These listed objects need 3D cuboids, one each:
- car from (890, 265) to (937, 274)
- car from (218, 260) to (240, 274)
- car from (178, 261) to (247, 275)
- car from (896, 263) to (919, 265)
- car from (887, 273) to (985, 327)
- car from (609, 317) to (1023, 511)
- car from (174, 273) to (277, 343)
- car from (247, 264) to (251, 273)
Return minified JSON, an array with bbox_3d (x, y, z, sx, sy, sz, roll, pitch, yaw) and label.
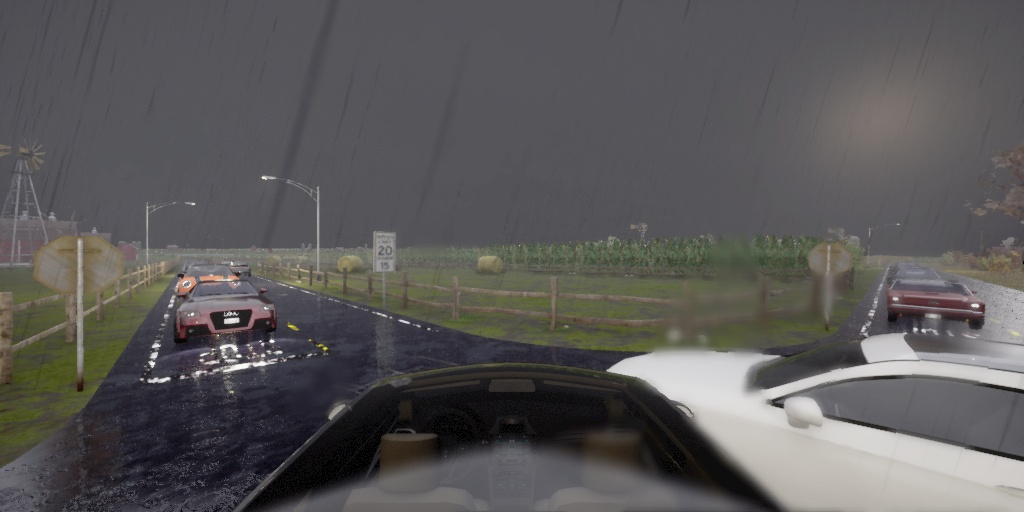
[{"bbox_3d":[20.484,1.368,18.184,5.357,1.411,2.033,0,1,-43],"label":"car"},{"bbox_3d":[-33.973,1.309,42.971,1.837,1.490,4.892,0,0,-42],"label":"car"},{"bbox_3d":[-13.818,1.141,16.411,2.097,1.767,4.553,0,0,-42],"label":"car"},{"bbox_3d":[27.199,1.408,24.481,4.181,1.385,1.994,0,1,-43],"label":"car"},{"bbox_3d":[13.448,1.401,11.575,4.718,1.301,1.895,0,1,-43],"label":"car"},{"bbox_3d":[2.827,1.294,2.446,1.812,1.442,4.674,0,1,-44],"label":"car"},{"bbox_3d":[-8.001,1.356,9.965,1.994,1.385,4.181,0,0,-43],"label":"car"},{"bbox_3d":[-27.204,1.287,35.556,2.128,1.511,4.902,0,0,-42],"label":"car"}]
